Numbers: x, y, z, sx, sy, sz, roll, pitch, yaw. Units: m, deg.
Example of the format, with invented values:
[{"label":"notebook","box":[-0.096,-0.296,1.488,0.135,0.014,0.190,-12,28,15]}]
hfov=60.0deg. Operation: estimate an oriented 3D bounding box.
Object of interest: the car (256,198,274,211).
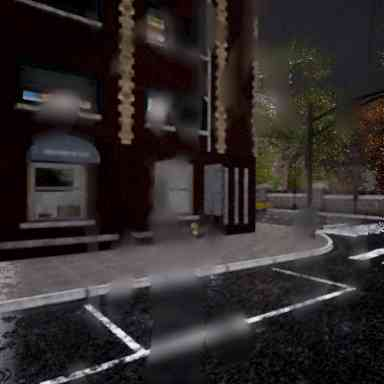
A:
[{"label":"car","box":[6.155,1.173,34.326,1.752,1.417,4.829,2,0,-36]}]
